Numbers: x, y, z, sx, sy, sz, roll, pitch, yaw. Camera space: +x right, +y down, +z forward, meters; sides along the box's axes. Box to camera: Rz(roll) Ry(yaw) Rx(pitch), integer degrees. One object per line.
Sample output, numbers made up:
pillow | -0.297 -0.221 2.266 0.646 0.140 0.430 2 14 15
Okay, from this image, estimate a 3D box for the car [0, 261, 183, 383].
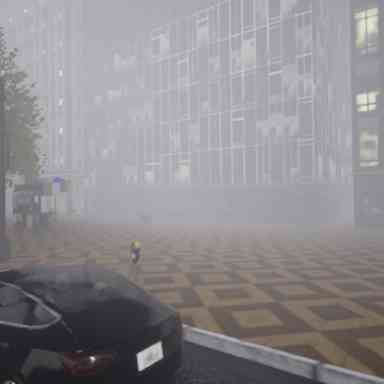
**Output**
car | -2.090 1.616 4.366 4.313 1.339 1.947 -1 -1 35
